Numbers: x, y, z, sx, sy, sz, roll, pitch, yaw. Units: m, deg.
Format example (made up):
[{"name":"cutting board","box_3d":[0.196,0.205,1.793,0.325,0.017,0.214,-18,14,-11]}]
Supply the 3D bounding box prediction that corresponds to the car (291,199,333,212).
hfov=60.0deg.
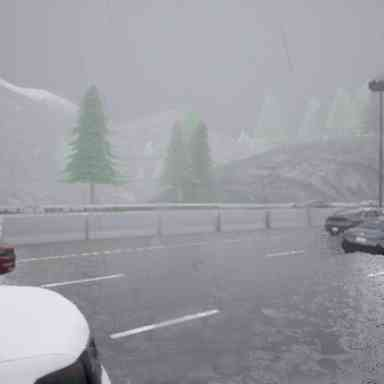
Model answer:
[{"name":"car","box_3d":[14.625,1.666,39.824,4.892,1.490,1.837,1,-1,-23]}]

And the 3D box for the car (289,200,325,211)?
[{"name":"car","box_3d":[15.198,1.731,43.875,4.181,1.385,1.994,1,0,-22]}]

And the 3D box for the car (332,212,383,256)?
[{"name":"car","box_3d":[7.601,1.638,12.558,4.181,1.385,1.994,1,0,-30]}]

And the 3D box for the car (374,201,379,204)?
[{"name":"car","box_3d":[21.923,1.780,35.284,4.181,1.385,1.994,0,0,-22]}]

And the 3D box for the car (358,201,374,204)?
[{"name":"car","box_3d":[20.385,1.732,38.448,4.674,1.442,1.812,1,0,-22]}]

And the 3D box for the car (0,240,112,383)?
[{"name":"car","box_3d":[-3.144,1.194,1.447,5.566,2.045,2.150,1,0,-36]}]

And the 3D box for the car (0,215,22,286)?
[{"name":"car","box_3d":[-6.747,1.425,7.447,5.008,1.535,1.882,1,0,-36]}]

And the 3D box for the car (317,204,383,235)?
[{"name":"car","box_3d":[9.118,1.596,17.431,4.892,1.490,1.837,1,0,-29]}]
